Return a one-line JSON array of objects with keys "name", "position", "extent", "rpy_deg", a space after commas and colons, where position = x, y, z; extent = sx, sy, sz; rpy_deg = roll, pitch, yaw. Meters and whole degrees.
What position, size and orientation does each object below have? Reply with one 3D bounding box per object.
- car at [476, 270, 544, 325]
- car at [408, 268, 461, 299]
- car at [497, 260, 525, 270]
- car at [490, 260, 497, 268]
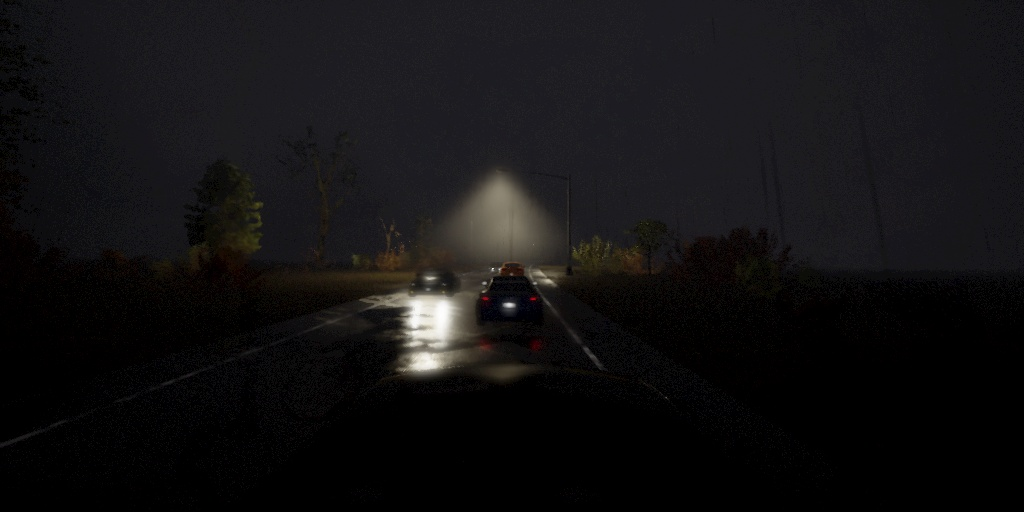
[{"name": "car", "position": [-0.071, 1.313, 11.768], "extent": [1.994, 1.385, 4.181], "rpy_deg": [0, 0, 0]}, {"name": "car", "position": [-3.772, 1.310, 18.086], "extent": [1.994, 1.385, 4.181], "rpy_deg": [0, 0, 0]}, {"name": "car", "position": [0.060, 1.224, 29.428], "extent": [1.882, 1.535, 5.008], "rpy_deg": [0, 0, 1]}, {"name": "car", "position": [-2.419, 1.302, 58.431], "extent": [1.994, 1.385, 4.181], "rpy_deg": [0, 0, 4]}]
